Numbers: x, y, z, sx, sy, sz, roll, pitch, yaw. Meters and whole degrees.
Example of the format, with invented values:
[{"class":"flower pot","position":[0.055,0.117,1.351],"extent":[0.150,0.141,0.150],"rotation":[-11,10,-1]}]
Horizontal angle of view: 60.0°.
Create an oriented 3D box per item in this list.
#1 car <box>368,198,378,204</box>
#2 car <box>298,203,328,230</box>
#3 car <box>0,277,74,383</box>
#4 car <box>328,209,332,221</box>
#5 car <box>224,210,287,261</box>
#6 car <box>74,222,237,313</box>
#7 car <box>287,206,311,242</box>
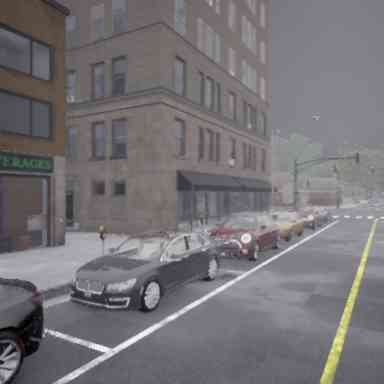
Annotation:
[{"class":"car","position":[42.786,2.086,78.491],"extent":[1.837,1.490,4.892],"rotation":[0,-1,30]},{"class":"car","position":[7.520,1.597,22.197],"extent":[1.967,1.590,4.097],"rotation":[0,-1,30]},{"class":"car","position":[-3.541,1.597,3.093],"extent":[1.947,1.339,4.313],"rotation":[0,0,30]},{"class":"car","position":[10.286,1.771,26.972],"extent":[1.802,1.307,4.206],"rotation":[0,-1,30]},{"class":"car","position":[1.989,1.532,12.646],"extent":[1.967,1.590,4.097],"rotation":[0,-1,30]},{"class":"car","position":[-0.776,1.612,7.869],"extent":[2.008,1.369,4.403],"rotation":[0,0,30]},{"class":"car","position":[4.669,1.648,17.274],"extent":[1.752,1.417,4.829],"rotation":[0,-1,30]}]
